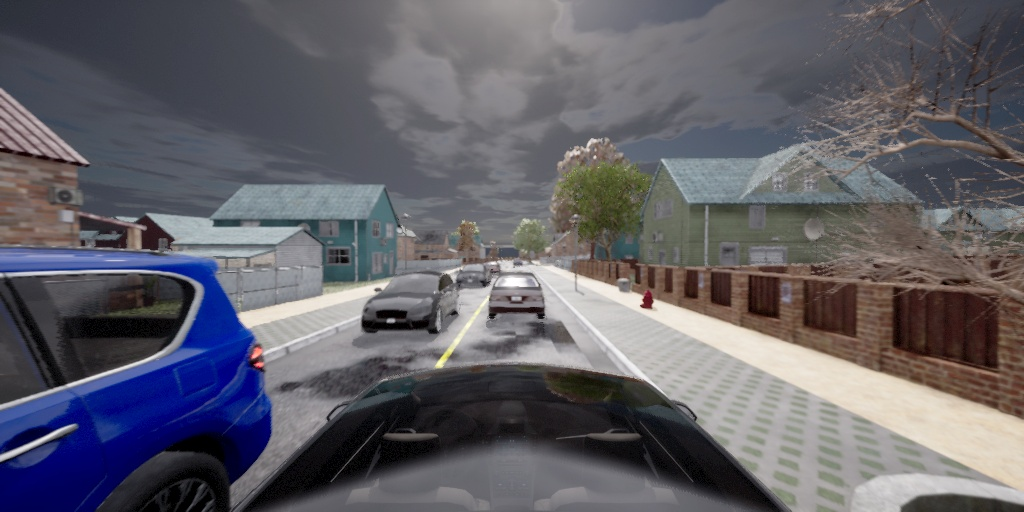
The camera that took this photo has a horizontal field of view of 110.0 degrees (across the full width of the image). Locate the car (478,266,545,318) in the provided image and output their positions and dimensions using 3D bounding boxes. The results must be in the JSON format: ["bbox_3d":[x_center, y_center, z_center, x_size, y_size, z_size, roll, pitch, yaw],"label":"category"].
[{"bbox_3d":[0.171,1.272,12.858,2.033,1.411,5.357,0,0,1],"label":"car"}]

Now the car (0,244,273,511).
[{"bbox_3d":[-2.892,0.967,0.373,2.150,2.045,5.566,0,0,1],"label":"car"}]

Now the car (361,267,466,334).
[{"bbox_3d":[-2.717,1.226,10.584,1.837,1.490,4.892,0,0,1],"label":"car"}]

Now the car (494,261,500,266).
[{"bbox_3d":[-2.157,1.263,37.715,1.994,1.385,4.181,0,0,1],"label":"car"}]

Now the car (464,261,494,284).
[{"bbox_3d":[-2.475,1.225,23.911,1.812,1.442,4.674,0,0,1],"label":"car"}]
